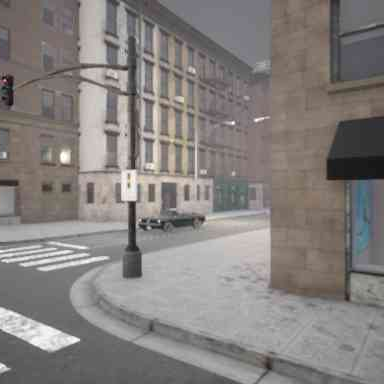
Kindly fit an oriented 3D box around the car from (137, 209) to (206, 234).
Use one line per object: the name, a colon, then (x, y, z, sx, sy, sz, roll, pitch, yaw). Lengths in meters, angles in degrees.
car: (-1.166, 1.707, 20.539, 1.895, 1.301, 4.718, 0, 0, 35)
